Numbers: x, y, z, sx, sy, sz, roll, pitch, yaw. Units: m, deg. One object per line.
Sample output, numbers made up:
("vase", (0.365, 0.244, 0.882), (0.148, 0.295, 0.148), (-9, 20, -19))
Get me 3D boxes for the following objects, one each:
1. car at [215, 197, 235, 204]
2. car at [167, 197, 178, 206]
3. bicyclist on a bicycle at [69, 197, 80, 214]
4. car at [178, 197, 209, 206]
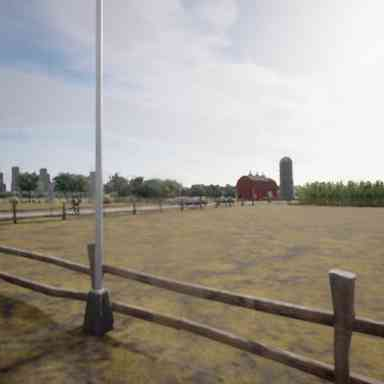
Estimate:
("car", (6.342, 1.633, 62.537), (1.895, 1.301, 4.718), (-2, -1, 35))
("car", (-2.143, 1.565, 55.415), (1.837, 1.490, 4.892), (-2, -1, 36))
("bicyclist on a bicycle", (-11.374, 1.349, 32.120), (1.656, 1.620, 0.582), (0, 0, 35))
("car", (0.632, 1.531, 54.391), (2.033, 1.411, 5.357), (-2, -1, 36))
